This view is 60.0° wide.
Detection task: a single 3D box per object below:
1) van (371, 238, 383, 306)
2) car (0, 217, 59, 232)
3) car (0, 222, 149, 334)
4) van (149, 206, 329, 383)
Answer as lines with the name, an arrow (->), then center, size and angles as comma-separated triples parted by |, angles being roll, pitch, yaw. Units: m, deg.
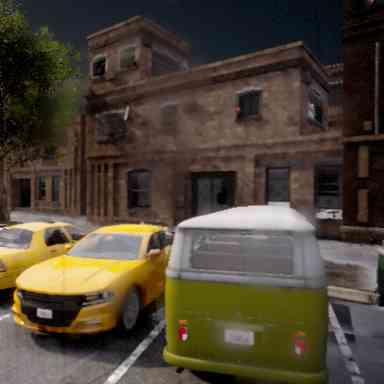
van -> 3.505, 1.258, 3.798 | 1.878, 1.987, 4.442 | 0, -1, 15
car -> -3.843, 1.462, 9.024 | 1.946, 1.575, 5.366 | 1, 0, 15
car -> -1.428, 1.475, 7.125 | 2.097, 1.535, 5.008 | 1, 0, 15
van -> 1.047, 1.254, 5.519 | 1.878, 1.987, 4.442 | 0, -1, 15
